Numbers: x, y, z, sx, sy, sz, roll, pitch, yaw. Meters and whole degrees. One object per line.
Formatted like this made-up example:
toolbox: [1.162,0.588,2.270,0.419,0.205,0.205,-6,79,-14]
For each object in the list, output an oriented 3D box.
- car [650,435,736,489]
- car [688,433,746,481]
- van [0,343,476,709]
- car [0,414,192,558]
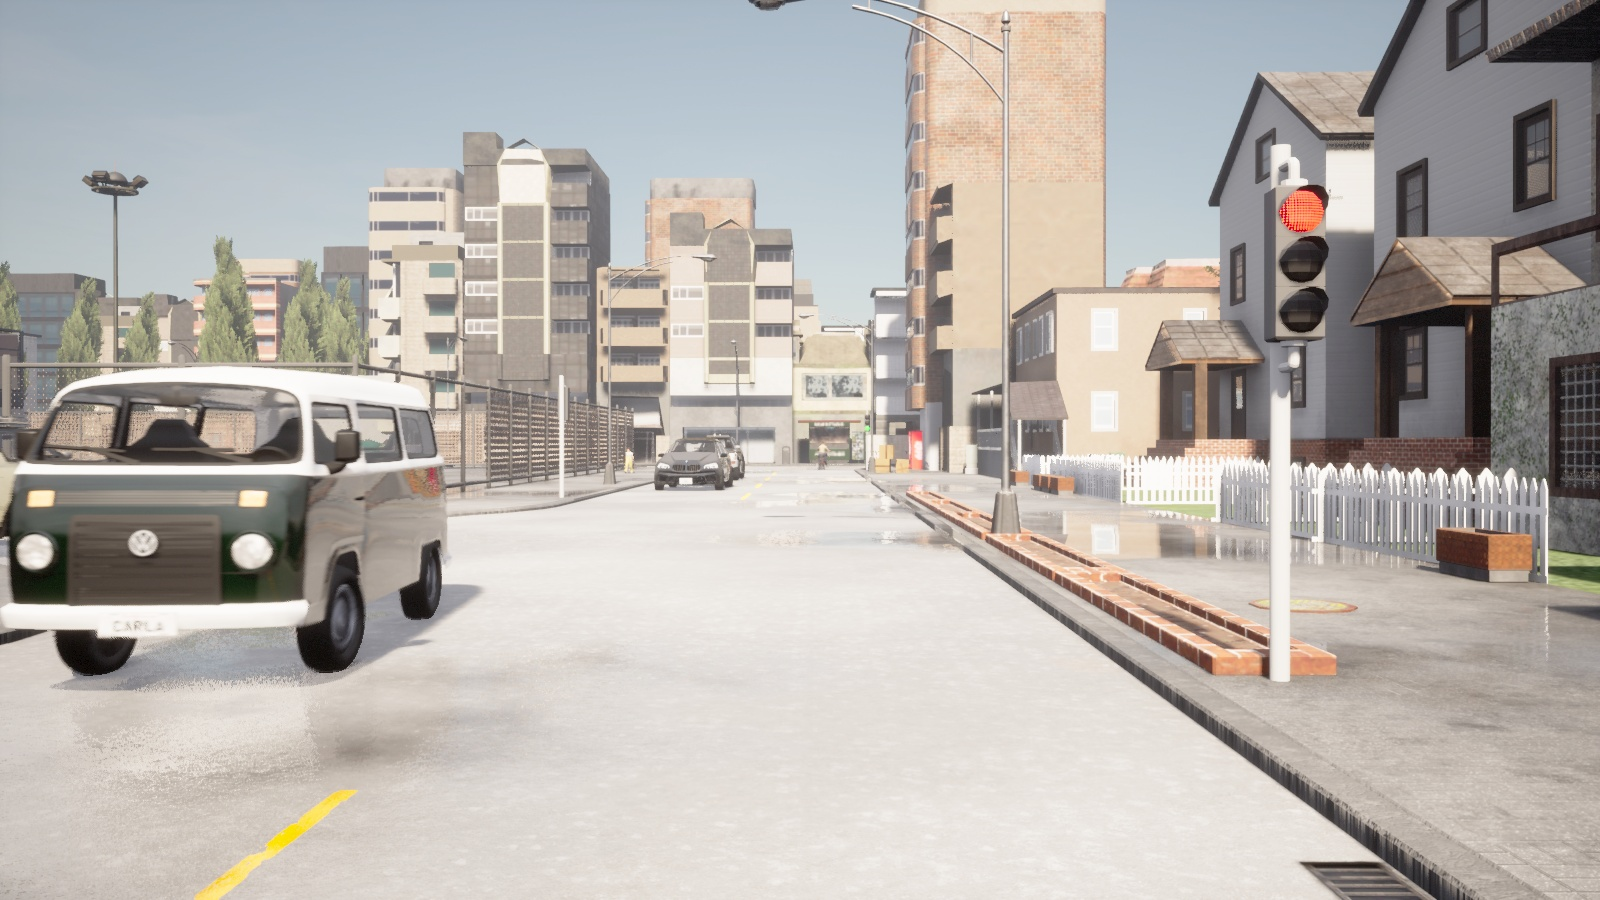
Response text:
car: [-3.419,0.357,41.005,2.242,1.667,4.611,0,0,2]
car: [-3.313,0.273,50.980,1.932,1.855,4.605,0,0,2]
van: [-3.892,0.414,9.268,2.069,2.038,4.480,0,0,-3]
car: [-11.073,0.457,17.155,4.605,1.855,1.932,0,0,1]
